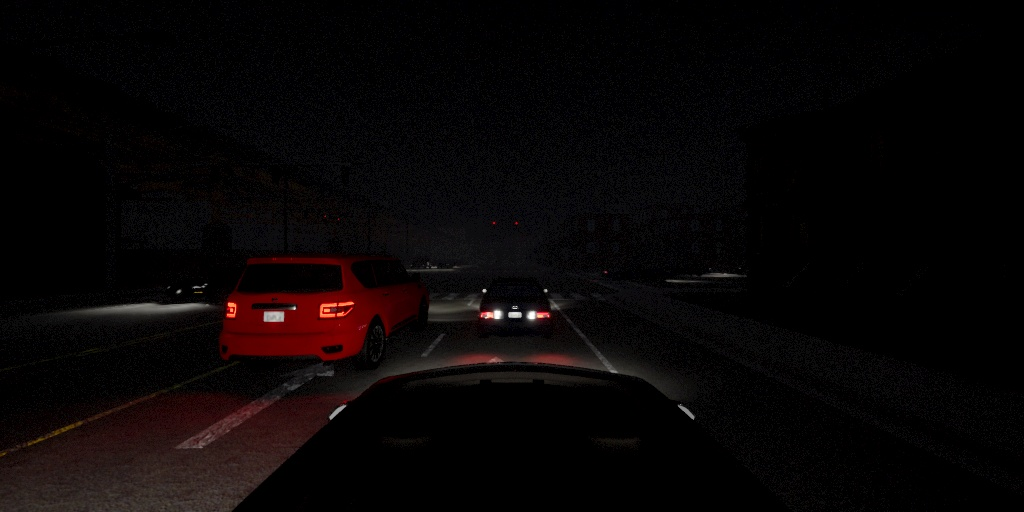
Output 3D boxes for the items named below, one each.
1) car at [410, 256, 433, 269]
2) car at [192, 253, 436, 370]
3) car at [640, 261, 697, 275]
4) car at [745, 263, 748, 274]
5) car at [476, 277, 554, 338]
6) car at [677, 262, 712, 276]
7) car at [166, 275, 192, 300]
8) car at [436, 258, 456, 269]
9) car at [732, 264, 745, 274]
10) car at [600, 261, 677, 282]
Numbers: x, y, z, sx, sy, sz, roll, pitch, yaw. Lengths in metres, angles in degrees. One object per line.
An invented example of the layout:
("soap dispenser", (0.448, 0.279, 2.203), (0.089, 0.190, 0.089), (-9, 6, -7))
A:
("car", (-14.083, 0.971, 56.007), (2.150, 2.045, 5.566), (0, 0, 0))
("car", (-3.425, 0.971, 7.872), (2.150, 2.045, 5.566), (0, 0, 0))
("car", (17.107, 1.297, 39.369), (5.357, 1.411, 2.033), (0, 0, 2))
("car", (26.557, 1.351, 35.876), (4.718, 1.301, 1.895), (0, 0, 0))
("car", (0.084, 1.297, 10.125), (2.033, 1.411, 5.357), (0, 0, 0))
("car", (17.001, 1.297, 35.885), (5.357, 1.411, 2.033), (0, 0, 0))
("car", (-14.098, 1.255, 17.596), (1.837, 1.490, 4.892), (0, 0, 0))
("car", (-10.584, 1.228, 56.713), (1.882, 1.535, 5.008), (0, 0, 0))
("car", (26.835, 1.255, 39.374), (4.892, 1.490, 1.837), (0, 0, 0))
("car", (9.823, 1.297, 28.665), (5.357, 1.411, 2.033), (0, 0, 1))
